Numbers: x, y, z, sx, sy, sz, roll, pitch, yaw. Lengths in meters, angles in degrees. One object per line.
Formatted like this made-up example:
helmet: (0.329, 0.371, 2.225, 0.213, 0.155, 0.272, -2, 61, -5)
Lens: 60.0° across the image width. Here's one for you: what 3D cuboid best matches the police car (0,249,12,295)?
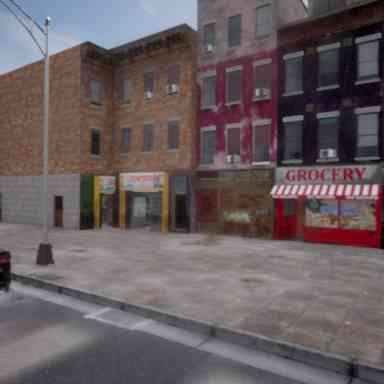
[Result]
police car: (-6.062, 1.459, 7.399, 5.238, 1.638, 1.930, 0, -1, 35)
